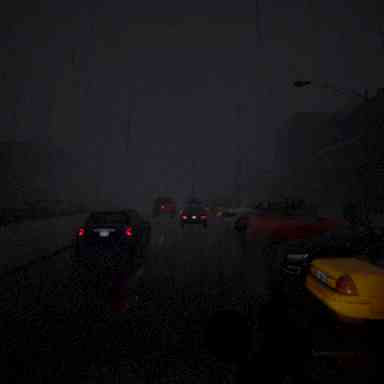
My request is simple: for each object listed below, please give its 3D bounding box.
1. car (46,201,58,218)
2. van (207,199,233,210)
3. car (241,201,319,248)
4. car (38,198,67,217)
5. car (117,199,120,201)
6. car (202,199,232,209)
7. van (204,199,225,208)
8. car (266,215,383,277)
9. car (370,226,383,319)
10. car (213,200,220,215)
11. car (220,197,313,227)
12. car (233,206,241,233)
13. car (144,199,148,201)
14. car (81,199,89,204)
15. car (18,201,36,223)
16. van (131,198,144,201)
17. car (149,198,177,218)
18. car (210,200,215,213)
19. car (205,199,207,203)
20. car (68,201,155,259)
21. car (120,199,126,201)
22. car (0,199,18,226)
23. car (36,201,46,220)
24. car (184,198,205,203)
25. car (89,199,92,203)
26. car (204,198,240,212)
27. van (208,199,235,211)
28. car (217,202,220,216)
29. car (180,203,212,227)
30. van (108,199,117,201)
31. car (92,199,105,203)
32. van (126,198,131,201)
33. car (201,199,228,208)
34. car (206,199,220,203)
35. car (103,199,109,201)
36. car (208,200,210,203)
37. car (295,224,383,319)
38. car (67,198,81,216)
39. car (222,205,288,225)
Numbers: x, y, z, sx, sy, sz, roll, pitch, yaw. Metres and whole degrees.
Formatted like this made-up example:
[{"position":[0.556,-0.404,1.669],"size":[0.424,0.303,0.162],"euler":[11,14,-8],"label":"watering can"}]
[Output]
[{"position":[-15.736,1.832,31.317],"size":[4.792,1.488,2.163],"euler":[0,-1,0],"label":"car"},{"position":[4.919,2.213,58.789],"size":[4.442,1.987,1.878],"euler":[0,-1,0],"label":"van"},{"position":[4.700,1.428,14.470],"size":[4.553,1.767,2.185],"euler":[0,0,0],"label":"car"},{"position":[-15.739,1.738,34.077],"size":[4.553,1.767,2.185],"euler":[0,-1,0],"label":"car"},{"position":[-15.750,2.315,58.889],"size":[4.553,1.767,2.185],"euler":[0,-1,0],"label":"car"},{"position":[4.848,2.305,64.472],"size":[5.566,2.045,2.435],"euler":[0,-1,0],"label":"car"},{"position":[4.725,2.437,70.030],"size":[4.442,1.987,1.878],"euler":[0,-1,0],"label":"van"},{"position":[4.729,1.523,8.789],"size":[4.892,1.521,2.231],"euler":[0,0,0],"label":"car"},{"position":[4.687,1.370,3.348],"size":[4.553,1.767,2.185],"euler":[0,0,0],"label":"car"},{"position":[4.941,1.782,31.001],"size":[5.366,1.575,1.946],"euler":[0,-1,0],"label":"car"},{"position":[4.711,1.351,20.024],"size":[5.566,2.045,2.435],"euler":[0,-1,0],"label":"car"},{"position":[4.734,1.615,17.247],"size":[4.674,1.452,2.002],"euler":[0,0,0],"label":"car"},{"position":[-15.706,2.784,91.978],"size":[5.566,2.045,2.435],"euler":[0,-1,0],"label":"car"},{"position":[-15.682,1.745,39.591],"size":[5.566,2.045,2.435],"euler":[0,-1,0],"label":"car"},{"position":[-15.676,1.445,25.813],"size":[5.566,2.045,2.435],"euler":[0,-1,0],"label":"car"},{"position":[-15.615,2.715,86.467],"size":[4.442,1.987,1.878],"euler":[0,-1,0],"label":"van"},{"position":[-2.848,1.625,35.295],"size":[2.150,2.045,5.566],"euler":[0,-1,0],"label":"car"},{"position":[4.769,1.915,36.556],"size":[5.008,1.535,2.097],"euler":[0,-1,0],"label":"car"},{"position":[4.599,2.250,50.450],"size":[5.366,1.575,1.946],"euler":[0,-1,0],"label":"car"},{"position":[-2.881,1.416,13.060],"size":[2.097,1.767,4.553],"euler":[0,0,0],"label":"car"},{"position":[-15.692,2.247,61.650],"size":[5.566,2.045,2.435],"euler":[0,-1,0],"label":"car"},{"position":[-15.675,1.400,23.061],"size":[5.566,2.045,2.435],"euler":[0,-1,0],"label":"car"},{"position":[-15.700,1.744,28.566],"size":[5.008,1.535,2.097],"euler":[0,-1,0],"label":"car"},{"position":[0.156,1.772,41.373],"size":[2.150,2.045,5.566],"euler":[0,-2,0],"label":"car"},{"position":[-15.681,1.937,42.345],"size":[4.553,1.767,2.185],"euler":[0,-1,0],"label":"car"},{"position":[4.758,2.065,53.238],"size":[5.566,2.045,2.435],"euler":[0,-1,0],"label":"car"},{"position":[4.911,2.155,56.136],"size":[4.442,1.987,1.878],"euler":[0,-1,0],"label":"van"},{"position":[4.754,1.768,28.230],"size":[4.674,1.452,2.002],"euler":[0,-1,0],"label":"car"},{"position":[0.135,1.722,23.909],"size":[2.033,1.411,5.357],"euler":[0,-1,0],"label":"car"},{"position":[-15.601,2.156,56.135],"size":[4.442,1.987,1.878],"euler":[0,-1,0],"label":"van"},{"position":[-15.900,2.192,47.856],"size":[5.366,1.575,1.946],"euler":[0,-1,0],"label":"car"},{"position":[-15.841,2.435,69.924],"size":[4.442,1.987,1.878],"euler":[0,-1,0],"label":"van"},{"position":[4.884,2.462,72.806],"size":[5.566,2.045,2.435],"euler":[0,-1,0],"label":"car"},{"position":[4.771,2.123,45.016],"size":[5.008,1.535,2.097],"euler":[0,-1,0],"label":"car"},{"position":[-15.901,2.256,50.616],"size":[5.366,1.575,1.946],"euler":[0,-1,0],"label":"car"},{"position":[4.801,2.085,42.237],"size":[4.792,1.488,2.163],"euler":[0,-1,0],"label":"car"},{"position":[4.904,1.505,6.009],"size":[5.366,1.575,1.946],"euler":[0,0,0],"label":"car"},{"position":[-15.738,1.678,36.835],"size":[5.566,2.045,2.435],"euler":[0,-1,0],"label":"car"},{"position":[4.745,1.720,25.573],"size":[4.674,1.452,2.002],"euler":[0,-1,0],"label":"car"}]
